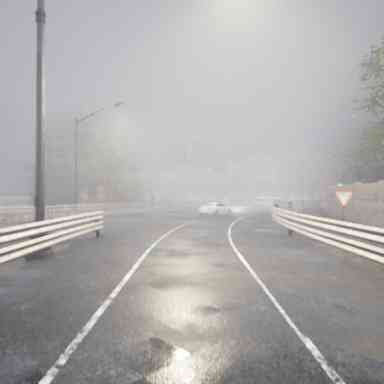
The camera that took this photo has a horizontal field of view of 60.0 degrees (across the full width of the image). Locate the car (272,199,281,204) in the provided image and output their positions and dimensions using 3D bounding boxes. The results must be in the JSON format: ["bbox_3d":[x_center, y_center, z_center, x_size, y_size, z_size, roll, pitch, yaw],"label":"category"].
[{"bbox_3d":[17.204,2.087,67.334,2.033,1.411,5.357,0,-1,16],"label":"car"}]

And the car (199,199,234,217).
[{"bbox_3d":[2.445,1.803,35.243,1.812,1.442,4.674,0,-1,34],"label":"car"}]
